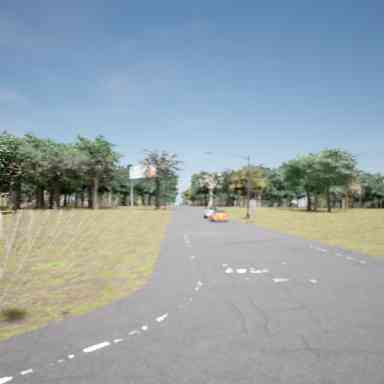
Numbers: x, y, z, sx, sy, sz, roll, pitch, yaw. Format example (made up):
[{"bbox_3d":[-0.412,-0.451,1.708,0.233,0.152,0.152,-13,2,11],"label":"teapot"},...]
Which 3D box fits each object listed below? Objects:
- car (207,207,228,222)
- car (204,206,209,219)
[{"bbox_3d":[3.741,3.260,46.690,2.097,1.767,4.553,1,-2,-3],"label":"car"},{"bbox_3d":[3.289,3.447,55.907,2.150,2.045,5.566,1,-2,-3],"label":"car"}]
